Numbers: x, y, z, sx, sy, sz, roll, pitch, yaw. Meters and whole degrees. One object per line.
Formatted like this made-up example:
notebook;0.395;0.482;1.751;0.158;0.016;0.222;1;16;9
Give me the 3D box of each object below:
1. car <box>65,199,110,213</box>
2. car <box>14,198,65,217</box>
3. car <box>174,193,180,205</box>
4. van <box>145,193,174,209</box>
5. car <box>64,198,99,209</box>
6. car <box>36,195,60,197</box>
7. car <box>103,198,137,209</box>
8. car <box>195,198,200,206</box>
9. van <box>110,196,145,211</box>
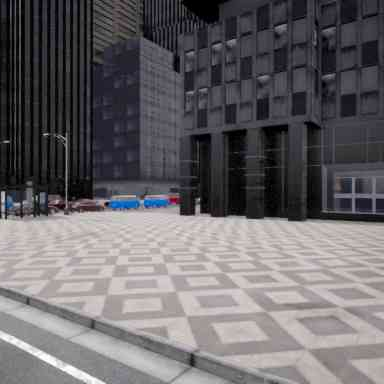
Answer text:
car;-11.312;1.576;35.573;1.802;1.307;4.206;0;0;35
car;-14.606;1.548;30.948;2.008;1.369;4.403;0;0;35
car;-4.114;1.190;55.693;2.150;2.045;5.566;0;0;36
van;-4.723;1.329;44.821;1.690;1.788;3.998;0;0;35
car;-14.962;1.548;45.142;1.802;1.307;4.206;0;0;35
car;-18.256;1.284;40.517;2.192;1.841;5.009;0;0;35
car;-10.184;1.572;47.250;1.895;1.301;4.718;0;0;36
car;1.864;1.568;54.069;1.802;1.307;4.206;0;0;35
van;-8.017;1.331;40.197;1.690;1.788;3.998;0;0;35
